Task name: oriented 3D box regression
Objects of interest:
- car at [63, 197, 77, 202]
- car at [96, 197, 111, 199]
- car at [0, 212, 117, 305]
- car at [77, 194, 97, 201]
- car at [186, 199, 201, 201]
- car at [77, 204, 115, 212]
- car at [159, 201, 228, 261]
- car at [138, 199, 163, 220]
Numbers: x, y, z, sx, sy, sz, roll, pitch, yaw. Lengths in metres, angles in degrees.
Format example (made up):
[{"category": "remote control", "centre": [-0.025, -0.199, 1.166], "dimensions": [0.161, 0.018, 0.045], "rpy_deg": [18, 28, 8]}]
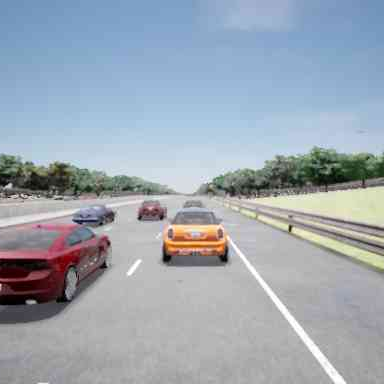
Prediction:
[{"category": "car", "centre": [-24.322, 1.704, 66.979], "dimensions": [1.994, 1.385, 4.181], "rpy_deg": [0, 0, 0]}, {"category": "car", "centre": [-17.320, 1.677, 67.375], "dimensions": [1.812, 1.442, 4.674], "rpy_deg": [0, 0, 0]}, {"category": "car", "centre": [-3.402, 1.494, 8.238], "dimensions": [1.882, 1.535, 5.008], "rpy_deg": [0, 0, 0]}, {"category": "car", "centre": [-20.820, 1.378, 67.357], "dimensions": [2.150, 2.045, 5.566], "rpy_deg": [0, 0, 0]}, {"category": "car", "centre": [0.162, 1.408, 28.919], "dimensions": [2.097, 1.767, 4.553], "rpy_deg": [0, 0, 0]}, {"category": "car", "centre": [-6.856, 1.594, 23.850], "dimensions": [2.033, 1.411, 5.357], "rpy_deg": [0, 0, 0]}, {"category": "car", "centre": [0.115, 1.375, 12.503], "dimensions": [2.097, 1.767, 4.553], "rpy_deg": [0, 0, 0]}, {"category": "car", "centre": [-3.338, 1.408, 28.932], "dimensions": [2.097, 1.767, 4.553], "rpy_deg": [0, 0, 0]}]
